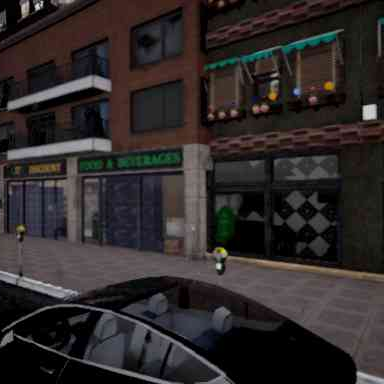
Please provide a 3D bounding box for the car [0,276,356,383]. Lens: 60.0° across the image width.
[{"bbox_3d":[-0.673,1.569,3.360,4.313,1.339,1.947,0,0,35],"label":"car"}]
